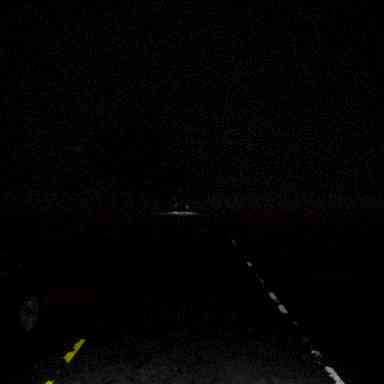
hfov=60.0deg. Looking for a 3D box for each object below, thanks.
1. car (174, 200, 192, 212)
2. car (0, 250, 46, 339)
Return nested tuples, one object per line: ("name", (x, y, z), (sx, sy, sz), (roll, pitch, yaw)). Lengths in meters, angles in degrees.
("car", (-1.256, 1.897, 46.985), (2.097, 1.767, 4.553), (0, -1, 6))
("car", (-3.538, 1.524, 4.003), (2.128, 1.511, 4.902), (0, -1, 1))
